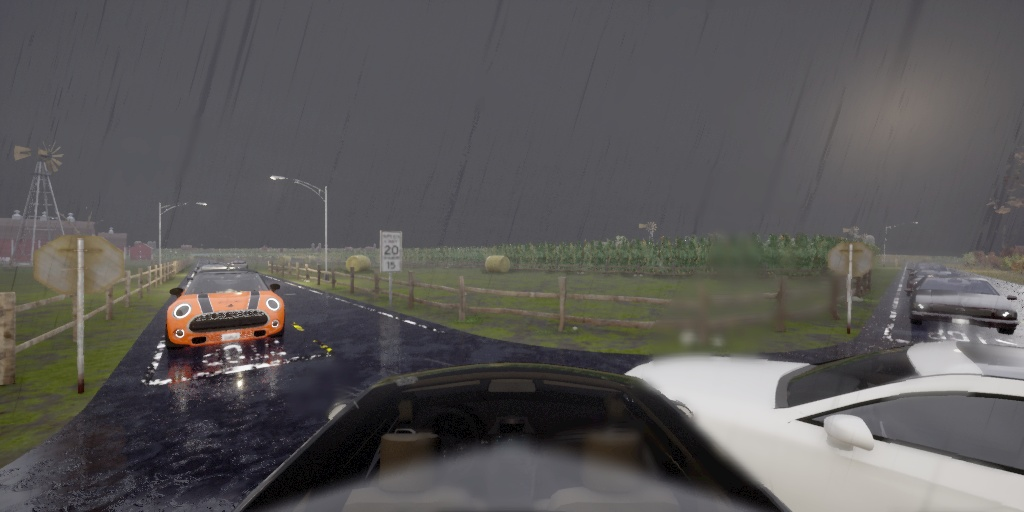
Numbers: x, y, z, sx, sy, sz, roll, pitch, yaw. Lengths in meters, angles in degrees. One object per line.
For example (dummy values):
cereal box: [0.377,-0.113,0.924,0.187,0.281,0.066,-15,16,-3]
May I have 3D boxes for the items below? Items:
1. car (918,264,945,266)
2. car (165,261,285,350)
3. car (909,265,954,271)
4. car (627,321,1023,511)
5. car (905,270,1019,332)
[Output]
car: [28.765,1.302,24.653,4.902,1.511,2.128,0,1,-42]
car: [-7.438,1.136,9.415,2.097,1.767,4.553,0,0,-39]
car: [21.104,1.359,17.770,4.181,1.385,1.994,0,1,-42]
car: [2.866,1.293,2.171,1.812,1.442,4.674,0,1,-43]
car: [13.675,1.332,11.086,5.357,1.411,2.033,0,1,-42]
